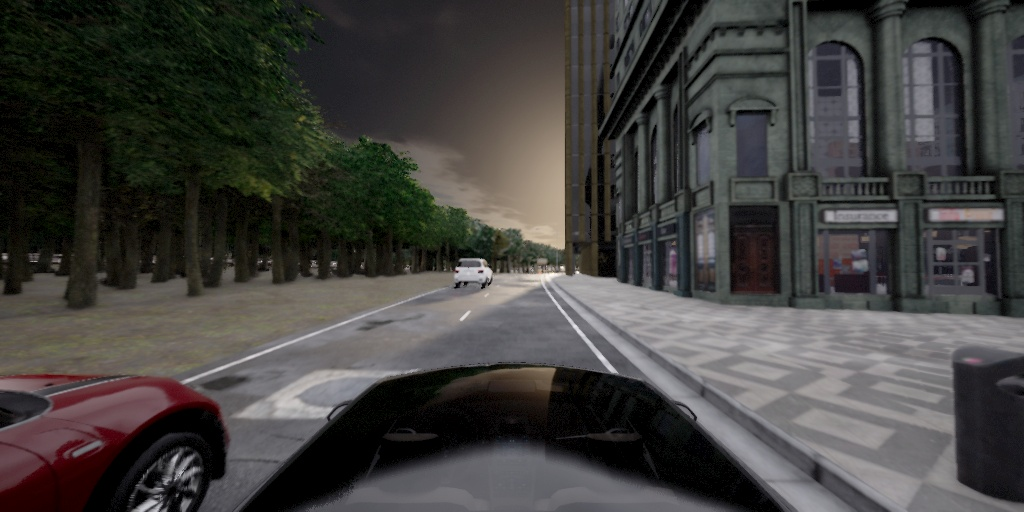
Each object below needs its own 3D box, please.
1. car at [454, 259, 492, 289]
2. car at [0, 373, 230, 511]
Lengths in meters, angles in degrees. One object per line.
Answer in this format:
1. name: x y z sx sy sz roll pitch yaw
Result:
1. car: -2.740 1.235 26.236 2.150 2.045 5.566 0 -1 3
2. car: -3.378 1.095 1.070 2.097 1.767 4.553 0 0 0
